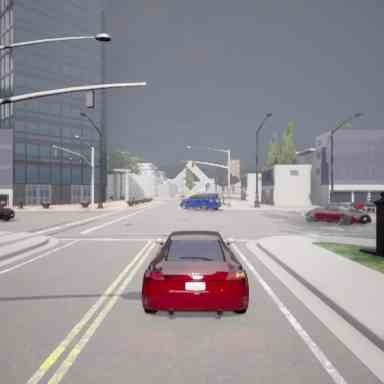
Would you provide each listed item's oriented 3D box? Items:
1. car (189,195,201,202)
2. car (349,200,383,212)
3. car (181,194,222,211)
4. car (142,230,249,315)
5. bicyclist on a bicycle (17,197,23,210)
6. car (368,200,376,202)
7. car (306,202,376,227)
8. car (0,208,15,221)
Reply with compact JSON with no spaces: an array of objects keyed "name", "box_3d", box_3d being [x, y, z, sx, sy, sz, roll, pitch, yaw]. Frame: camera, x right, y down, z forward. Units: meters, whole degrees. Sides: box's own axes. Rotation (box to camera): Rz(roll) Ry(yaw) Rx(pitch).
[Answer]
[{"name":"car","box_3d":[0.742,1.518,77.264,1.812,1.442,4.674,0,0,12]},{"name":"car","box_3d":[20.274,1.551,37.090,4.718,1.301,1.895,0,0,-1]},{"name":"car","box_3d":[1.081,1.228,40.498,5.566,2.045,2.150,0,2,45]},{"name":"car","box_3d":[0.071,1.563,7.642,1.994,1.385,4.181,0,0,0]},{"name":"bicyclist on a bicycle","box_3d":[-21.999,1.463,42.523,0.582,1.620,1.656,-1,0,0]},{"name":"car","box_3d":[19.979,1.443,33.582,4.902,1.511,2.128,0,0,0]},{"name":"car","box_3d":[10.040,1.556,23.084,1.994,1.385,4.181,0,0,-33]},{"name":"car","box_3d":[-16.612,1.585,26.091,5.008,1.535,1.882,-1,0,0]}]
